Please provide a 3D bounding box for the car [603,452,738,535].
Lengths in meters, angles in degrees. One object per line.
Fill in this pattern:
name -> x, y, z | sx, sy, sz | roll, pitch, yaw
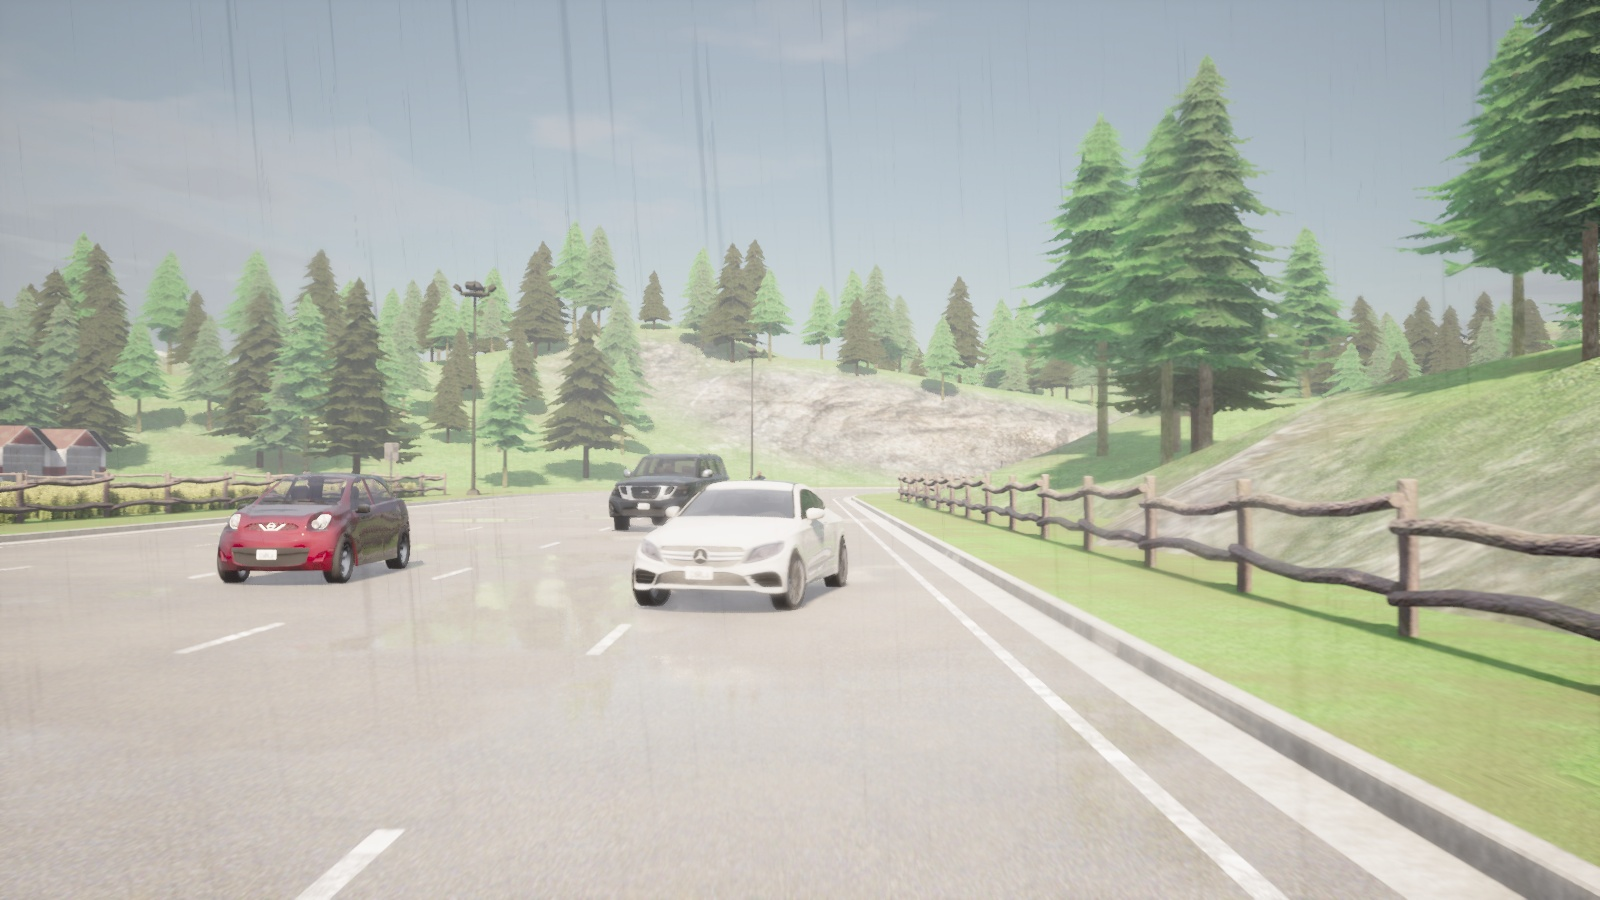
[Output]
car -> -3.353, 1.122, 33.917 | 2.150, 2.045, 5.566 | -1, -1, 10

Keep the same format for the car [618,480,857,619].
car -> -0.589, 1.110, 15.789 | 1.812, 1.442, 4.674 | 0, -1, 13

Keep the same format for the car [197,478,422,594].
car -> -6.983, 1.167, 18.292 | 1.845, 1.501, 3.633 | 0, -1, 0
